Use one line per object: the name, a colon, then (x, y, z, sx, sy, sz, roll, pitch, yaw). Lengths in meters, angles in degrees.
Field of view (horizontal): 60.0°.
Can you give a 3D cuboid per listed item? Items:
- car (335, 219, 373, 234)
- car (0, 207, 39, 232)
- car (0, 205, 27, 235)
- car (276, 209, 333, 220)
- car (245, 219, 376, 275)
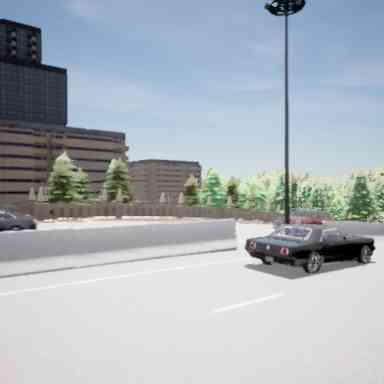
car: (19.023, 4.048, 39.052, 4.718, 1.301, 1.895, 8, -5, -35)
car: (-9.381, 1.492, 14.496, 4.902, 1.511, 2.128, 0, 0, -36)
car: (-11.455, 1.503, 17.315, 4.892, 1.490, 1.837, 0, 0, -35)
car: (7.585, 1.947, 22.304, 4.553, 1.767, 2.097, 5, -3, -35)
car: (4.065, 1.735, 10.949, 4.718, 1.301, 1.895, 2, -1, -36)
